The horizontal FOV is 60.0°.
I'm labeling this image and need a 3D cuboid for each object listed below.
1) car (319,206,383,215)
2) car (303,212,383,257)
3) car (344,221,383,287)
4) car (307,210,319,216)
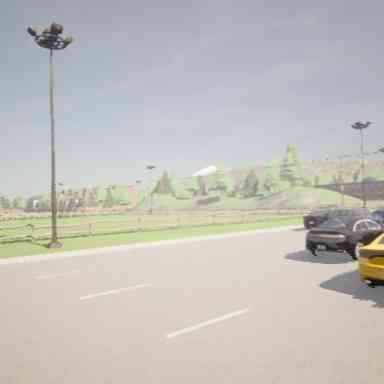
[{"bbox_3d":[10.518,1.804,21.326,4.553,1.767,2.097,0,-3,-39],"label":"car"},{"bbox_3d":[6.556,1.790,13.572,4.902,1.511,2.128,0,-3,-39],"label":"car"},{"bbox_3d":[6.289,1.613,8.845,5.008,1.535,1.882,0,-2,-39],"label":"car"},{"bbox_3d":[10.664,2.095,25.944,5.008,1.535,1.882,0,-3,-39],"label":"car"}]
